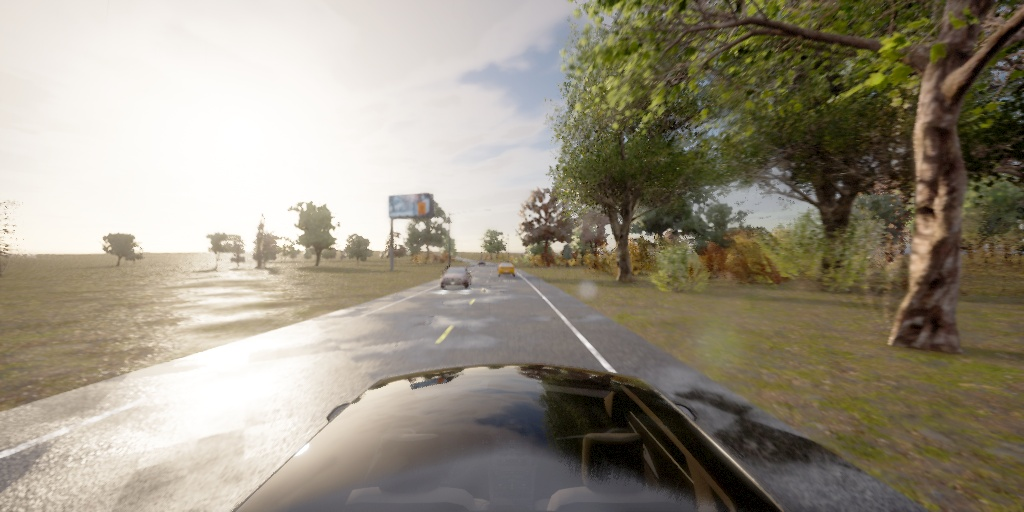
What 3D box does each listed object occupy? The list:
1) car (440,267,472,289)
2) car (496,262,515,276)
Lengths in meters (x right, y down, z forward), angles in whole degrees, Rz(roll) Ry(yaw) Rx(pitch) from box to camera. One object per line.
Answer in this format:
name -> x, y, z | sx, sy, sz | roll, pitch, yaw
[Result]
car -> -3.859, 1.487, 25.361 | 1.812, 1.442, 4.674 | 0, 0, -1
car -> -0.687, 1.540, 42.073 | 1.882, 1.535, 5.008 | 0, 0, -2
